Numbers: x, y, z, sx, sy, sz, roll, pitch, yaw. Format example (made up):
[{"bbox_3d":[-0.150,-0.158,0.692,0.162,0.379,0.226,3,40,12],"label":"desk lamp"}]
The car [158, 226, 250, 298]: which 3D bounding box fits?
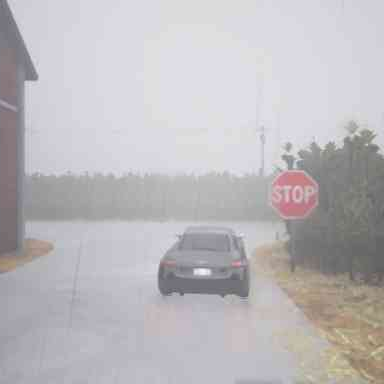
[{"bbox_3d":[0.440,1.552,8.603,1.994,1.385,4.181,0,0,7],"label":"car"}]
